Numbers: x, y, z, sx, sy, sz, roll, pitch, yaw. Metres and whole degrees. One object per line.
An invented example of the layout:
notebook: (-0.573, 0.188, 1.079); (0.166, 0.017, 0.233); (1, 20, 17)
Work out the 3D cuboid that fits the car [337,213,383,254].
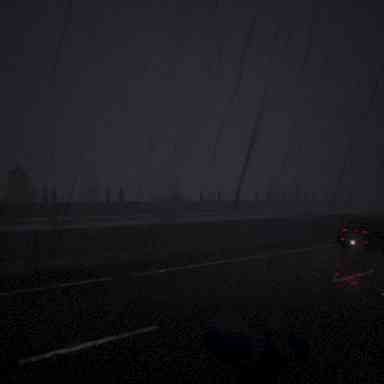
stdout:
car: (8.009, 1.644, 13.873); (4.892, 1.490, 1.837); (0, 0, -35)
